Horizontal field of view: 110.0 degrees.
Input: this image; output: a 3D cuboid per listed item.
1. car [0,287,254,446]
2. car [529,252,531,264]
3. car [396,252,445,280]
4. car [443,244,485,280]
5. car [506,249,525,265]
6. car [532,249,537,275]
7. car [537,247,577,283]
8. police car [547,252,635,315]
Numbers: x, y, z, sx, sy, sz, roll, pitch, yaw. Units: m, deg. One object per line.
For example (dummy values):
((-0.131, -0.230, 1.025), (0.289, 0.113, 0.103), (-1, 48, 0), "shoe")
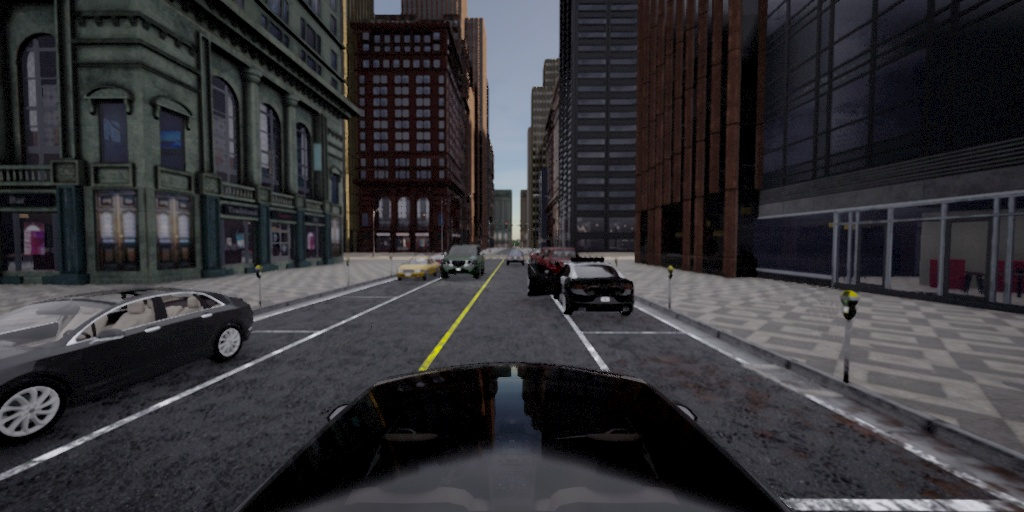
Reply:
((-5.736, 1.185, 5.024), (2.007, 1.370, 4.403), (0, 0, 1), "car")
((3.142, -0.200, 44.383), (1.967, 1.591, 4.097), (0, 0, 1), "car")
((-5.586, 0.604, 21.754), (1.751, 1.417, 4.829), (0, 0, 1), "car")
((-2.916, 0.286, 22.412), (2.150, 2.045, 5.566), (0, 2, 1), "car")
((0.368, 0.145, 36.939), (2.033, 1.411, 5.357), (0, 2, 1), "car")
((2.991, 0.221, 27.484), (2.192, 1.841, 5.009), (0, 0, 1), "car")
((2.940, 0.405, 21.851), (2.192, 1.841, 5.009), (0, 0, 1), "car")
((2.457, 0.840, 11.925), (1.930, 1.638, 5.238), (0, 2, 1), "police car")
